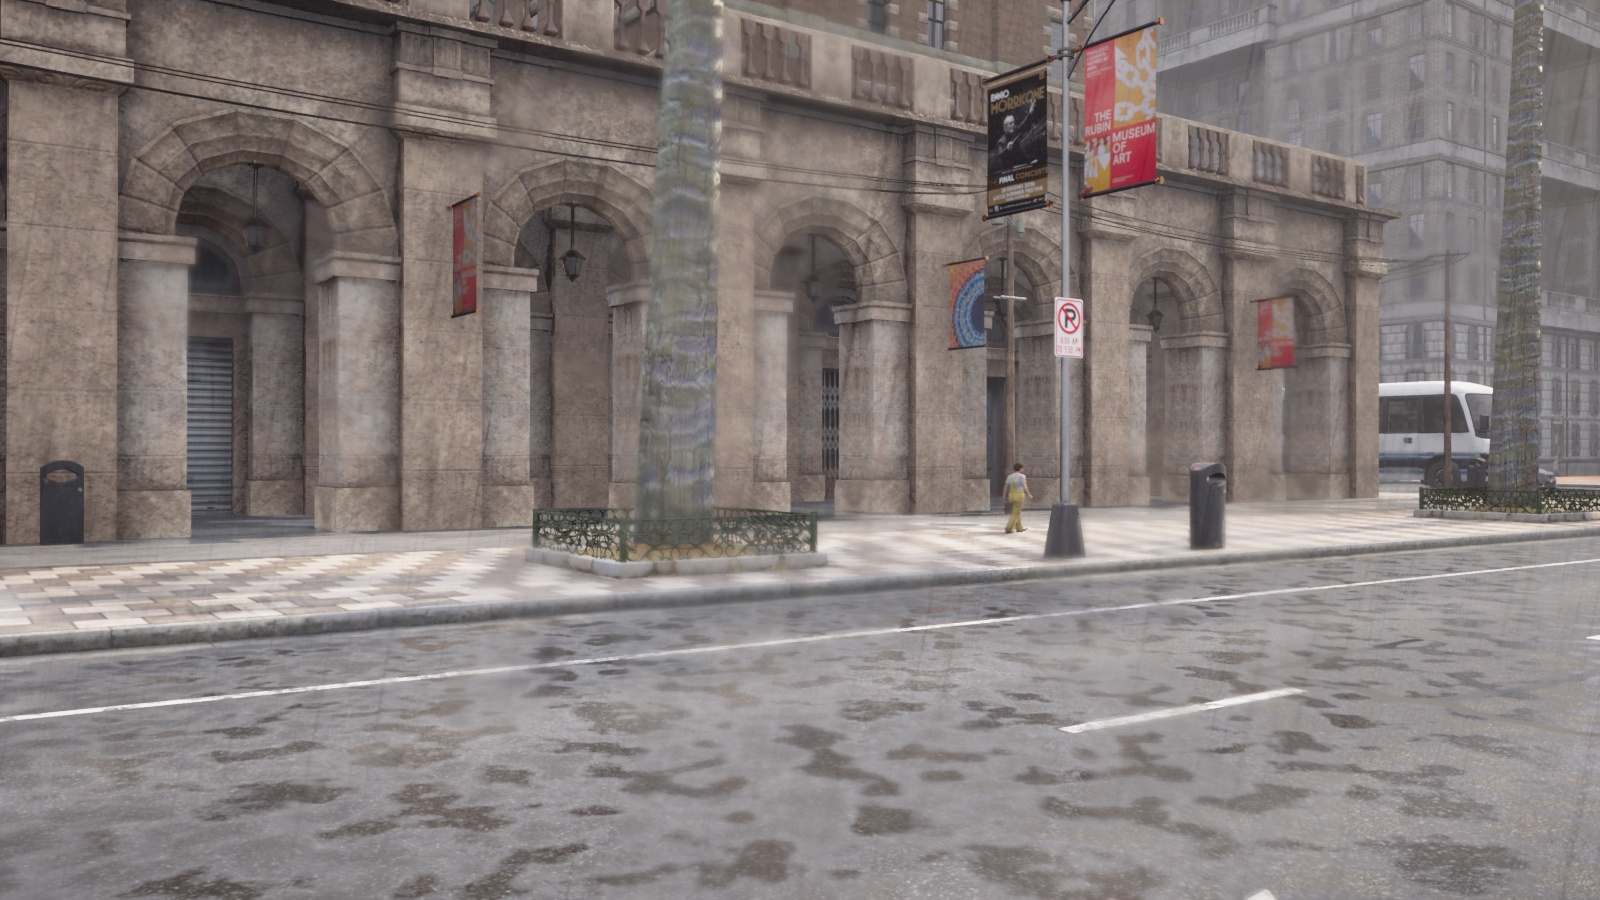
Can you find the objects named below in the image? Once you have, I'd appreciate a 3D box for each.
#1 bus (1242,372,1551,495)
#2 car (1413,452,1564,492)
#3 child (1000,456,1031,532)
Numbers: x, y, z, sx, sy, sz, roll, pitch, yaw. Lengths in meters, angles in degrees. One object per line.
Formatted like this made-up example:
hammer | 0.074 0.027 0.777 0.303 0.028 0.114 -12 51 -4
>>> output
bus | 22.863 -0.560 48.917 3.944 4.253 10.273 0 0 -35
car | 26.913 0.813 49.256 1.837 1.490 4.892 0 0 -34
child | 3.620 0.725 21.088 0.437 1.263 0.270 0 0 -35
